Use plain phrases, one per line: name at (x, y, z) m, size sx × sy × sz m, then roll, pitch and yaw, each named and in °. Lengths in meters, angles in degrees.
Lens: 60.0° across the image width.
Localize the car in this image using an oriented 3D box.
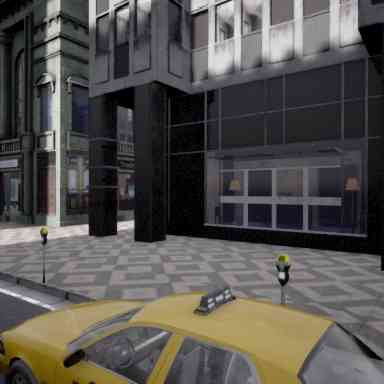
car at (-0.010, 1.525, 2.972) m, size 4.829 × 1.417 × 1.752 m, roll 0°, pitch 0°, yaw 36°
